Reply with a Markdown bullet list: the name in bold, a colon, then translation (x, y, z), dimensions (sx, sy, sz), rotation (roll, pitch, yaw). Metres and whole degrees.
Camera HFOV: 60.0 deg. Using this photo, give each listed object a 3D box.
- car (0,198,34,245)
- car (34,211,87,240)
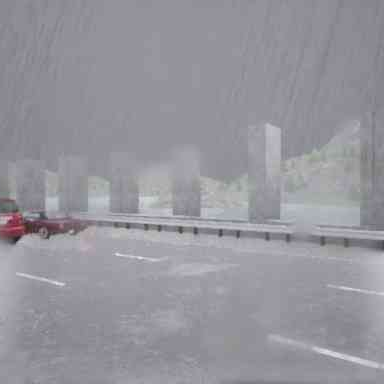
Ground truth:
- **car**: translation (-9.499, 1.259, 14.121), dimensions (5.566, 2.045, 2.150), rotation (0, 0, 31)
- **car**: translation (-7.712, 1.617, 17.129), dimensions (4.718, 1.301, 1.895), rotation (0, 0, 31)
